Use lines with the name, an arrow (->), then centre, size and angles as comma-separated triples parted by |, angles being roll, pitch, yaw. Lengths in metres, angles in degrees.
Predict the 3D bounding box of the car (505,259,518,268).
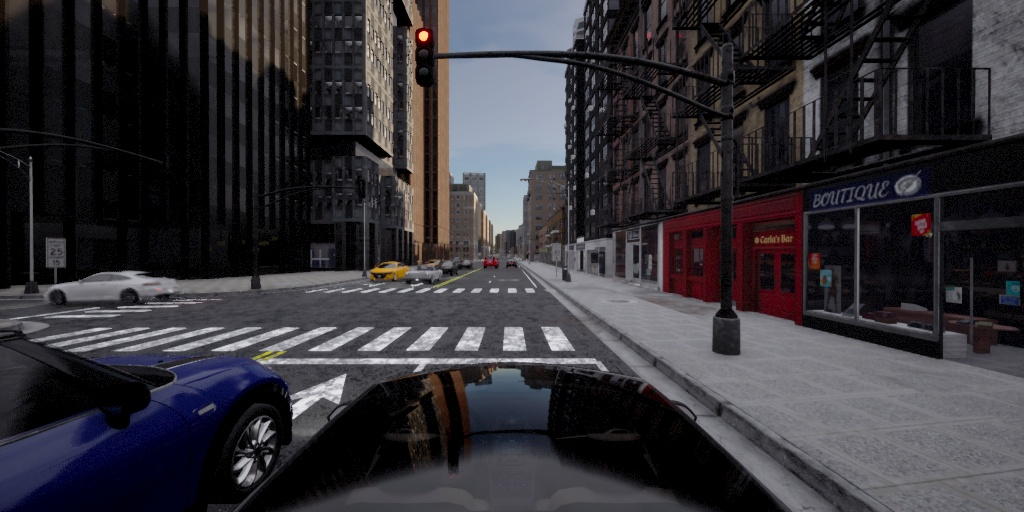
car -> -0.080, 1.272, 61.821 | 1.837, 1.490, 4.892 | 0, 0, 0

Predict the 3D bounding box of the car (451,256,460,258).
car -> -9.933, 0.777, 63.019 | 2.097, 1.767, 4.553 | 0, 0, 0

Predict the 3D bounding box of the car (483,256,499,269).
car -> -3.418, 0.988, 58.038 | 2.150, 2.045, 5.566 | 0, 0, 0

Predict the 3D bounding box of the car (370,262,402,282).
car -> -9.928, 1.234, 29.295 | 1.882, 1.535, 5.008 | 0, 0, 0

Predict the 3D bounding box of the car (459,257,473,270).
car -> -6.730, 1.242, 51.763 | 1.882, 1.535, 5.008 | 0, 0, 0

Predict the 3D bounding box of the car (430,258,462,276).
car -> -6.703, 1.237, 36.792 | 1.882, 1.535, 5.008 | 0, 0, 0

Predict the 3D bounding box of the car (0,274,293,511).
car -> -3.146, 1.102, 1.578 | 2.097, 1.767, 4.553 | 0, 0, 0

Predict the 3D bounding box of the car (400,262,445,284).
car -> -6.674, 1.356, 27.392 | 1.895, 1.301, 4.718 | 0, 0, 0

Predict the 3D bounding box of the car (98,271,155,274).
car -> -17.970, 1.399, 16.300 | 4.674, 1.442, 1.812 | -1, 1, -5
